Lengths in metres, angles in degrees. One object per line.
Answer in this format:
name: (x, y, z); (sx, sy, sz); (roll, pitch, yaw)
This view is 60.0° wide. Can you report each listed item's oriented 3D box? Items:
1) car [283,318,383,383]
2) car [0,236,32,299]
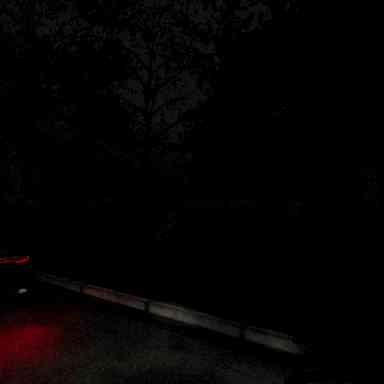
car: (2.622, 1.351, 1.494); (4.553, 1.767, 2.097); (0, 0, 36)
car: (-5.563, 1.488, 7.395); (5.008, 1.535, 1.882); (0, 0, 36)
